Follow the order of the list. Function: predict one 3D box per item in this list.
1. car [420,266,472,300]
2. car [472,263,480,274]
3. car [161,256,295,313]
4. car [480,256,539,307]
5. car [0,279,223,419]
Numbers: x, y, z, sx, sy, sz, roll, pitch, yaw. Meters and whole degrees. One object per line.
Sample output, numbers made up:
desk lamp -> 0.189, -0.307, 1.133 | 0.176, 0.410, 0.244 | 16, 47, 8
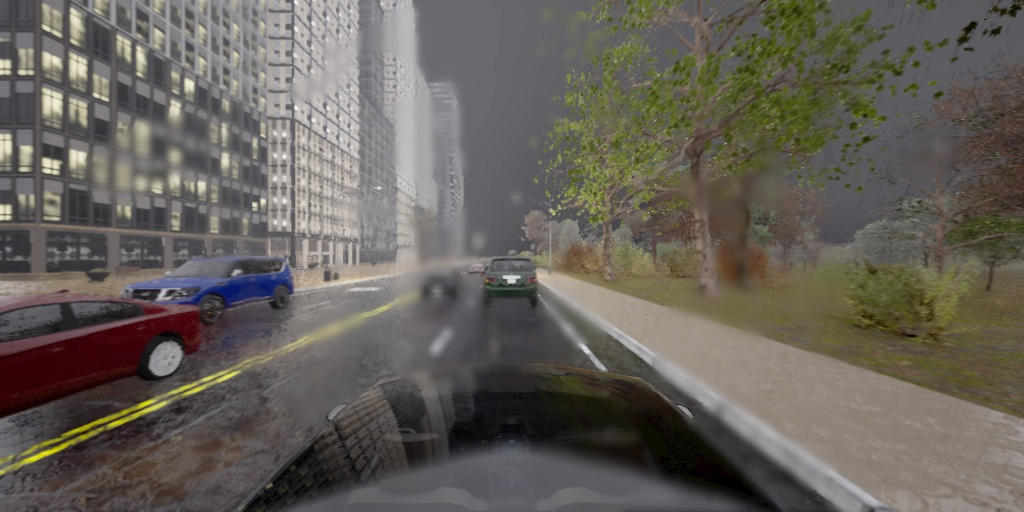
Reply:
car -> -3.363, 1.328, 18.367 | 1.837, 1.490, 4.892 | 0, 0, -1
car -> -3.718, 1.454, 40.455 | 2.033, 1.411, 5.357 | 0, 0, -1
car -> -9.909, 1.032, 12.333 | 2.150, 2.045, 5.566 | 0, 0, 0
car -> -0.059, 1.027, 15.926 | 2.150, 2.045, 5.566 | 0, 0, -1
car -> -6.613, 1.253, 4.465 | 1.882, 1.535, 5.008 | 0, 0, 0
